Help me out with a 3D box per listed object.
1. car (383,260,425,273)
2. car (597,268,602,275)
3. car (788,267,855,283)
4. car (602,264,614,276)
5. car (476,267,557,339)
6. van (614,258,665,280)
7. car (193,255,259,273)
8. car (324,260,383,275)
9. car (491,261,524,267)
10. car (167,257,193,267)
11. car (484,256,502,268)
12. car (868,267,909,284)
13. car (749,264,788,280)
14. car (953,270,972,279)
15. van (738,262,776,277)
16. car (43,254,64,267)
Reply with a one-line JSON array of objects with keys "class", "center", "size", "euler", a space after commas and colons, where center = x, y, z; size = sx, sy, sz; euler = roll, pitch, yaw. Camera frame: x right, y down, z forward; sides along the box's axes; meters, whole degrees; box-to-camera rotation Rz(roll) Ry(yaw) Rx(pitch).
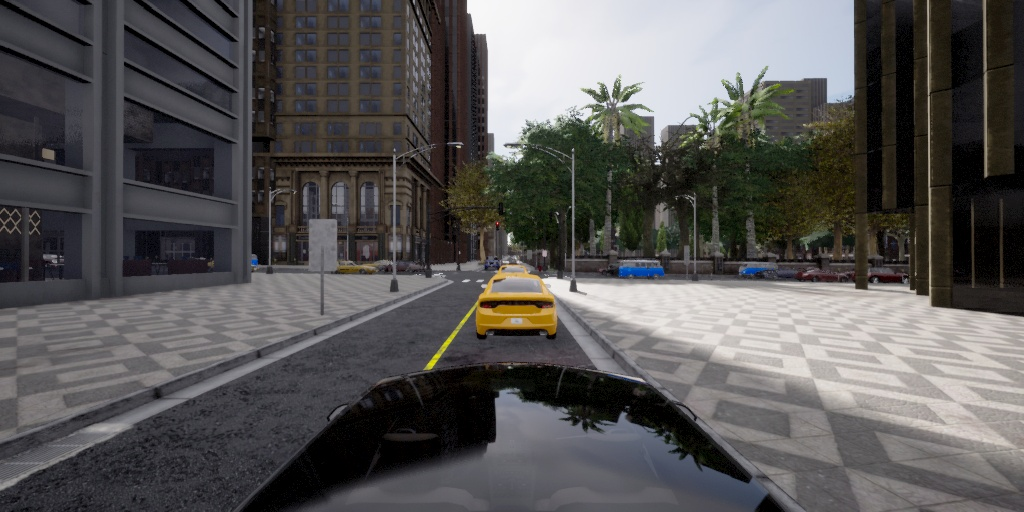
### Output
[{"class": "car", "center": [-12.287, 1.153, 39.170], "size": [5.357, 1.411, 2.033], "euler": [1, 0, 0]}, {"class": "car", "center": [11.984, 1.606, 41.682], "size": [4.207, 1.307, 1.802], "euler": [0, 0, 0]}, {"class": "car", "center": [28.512, 1.830, 33.053], "size": [4.207, 1.307, 1.802], "euler": [0, 0, 0]}, {"class": "car", "center": [13.090, 1.248, 39.017], "size": [5.566, 2.045, 2.150], "euler": [1, 0, 0]}, {"class": "car", "center": [0.112, 1.230, 10.108], "size": [1.882, 1.535, 5.008], "euler": [0, 0, 0]}, {"class": "van", "center": [11.942, 1.315, 33.156], "size": [3.998, 1.789, 1.690], "euler": [0, 0, 0]}, {"class": "car", "center": [-26.316, 0.868, 33.395], "size": [4.829, 1.417, 1.751], "euler": [0, 0, 0]}, {"class": "car", "center": [-14.975, 1.053, 33.324], "size": [4.829, 1.417, 1.751], "euler": [0, 0, 0]}, {"class": "car", "center": [0.042, 1.235, 20.168], "size": [1.882, 1.535, 5.008], "euler": [0, 0, 0]}, {"class": "car", "center": [-37.782, 0.775, 41.991], "size": [4.313, 1.339, 1.948], "euler": [0, 0, 0]}, {"class": "car", "center": [-2.975, 1.036, 54.563], "size": [2.150, 2.045, 5.566], "euler": [0, 0, 0]}, {"class": "car", "center": [34.035, 1.779, 33.019], "size": [4.097, 1.591, 1.967], "euler": [0, 0, 0]}, {"class": "car", "center": [28.777, 1.849, 38.912], "size": [4.181, 1.385, 1.994], "euler": [1, 0, 0]}, {"class": "car", "center": [46.843, 2.193, 38.705], "size": [4.181, 1.385, 1.994], "euler": [1, 0, 0]}, {"class": "van", "center": [28.554, 1.638, 41.579], "size": [3.998, 1.789, 1.690], "euler": [0, 0, 0]}, {"class": "car", "center": [-43.498, 0.508, 33.502], "size": [4.097, 1.591, 1.967], "euler": [0, 0, 0]}]
